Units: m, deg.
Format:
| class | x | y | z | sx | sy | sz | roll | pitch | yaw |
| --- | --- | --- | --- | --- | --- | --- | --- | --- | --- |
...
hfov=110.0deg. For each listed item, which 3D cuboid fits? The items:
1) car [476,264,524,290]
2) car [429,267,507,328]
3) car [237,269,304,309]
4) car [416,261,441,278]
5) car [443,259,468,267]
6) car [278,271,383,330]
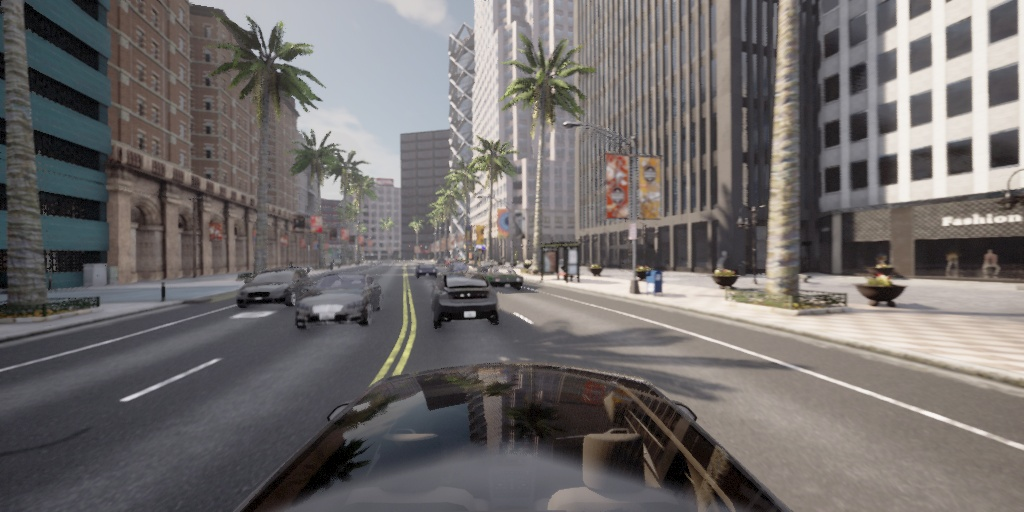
| class | x | y | z | sx | sy | sz | roll | pitch | yaw |
| --- | --- | --- | --- | --- | --- | --- | --- | --- | --- |
| car | -0.853 | 1.347 | 21.910 | 1.895 | 1.301 | 4.718 | 0 | 0 | -16 |
| car | -1.646 | 1.263 | 11.616 | 1.837 | 1.490 | 4.892 | 0 | 0 | -13 |
| car | -10.097 | 1.329 | 15.651 | 1.837 | 1.490 | 4.892 | 0 | 0 | -16 |
| car | -8.311 | 1.400 | 34.643 | 1.895 | 1.301 | 4.718 | 0 | 0 | -17 |
| car | -5.867 | 1.324 | 38.661 | 2.033 | 1.411 | 5.357 | 0 | 0 | -17 |
| car | -5.326 | 1.280 | 11.546 | 2.128 | 1.511 | 4.902 | 0 | 0 | -14 |
